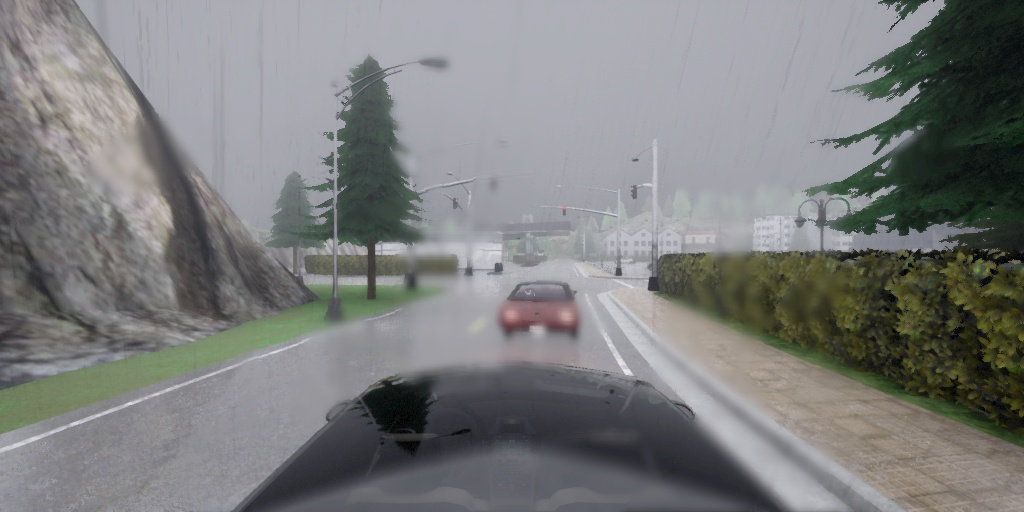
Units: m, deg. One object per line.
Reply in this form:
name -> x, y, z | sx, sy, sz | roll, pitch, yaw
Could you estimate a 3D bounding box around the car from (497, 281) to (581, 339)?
car -> 0.914, 1.351, 10.127 | 1.895, 1.301, 4.718 | 0, 0, 8
